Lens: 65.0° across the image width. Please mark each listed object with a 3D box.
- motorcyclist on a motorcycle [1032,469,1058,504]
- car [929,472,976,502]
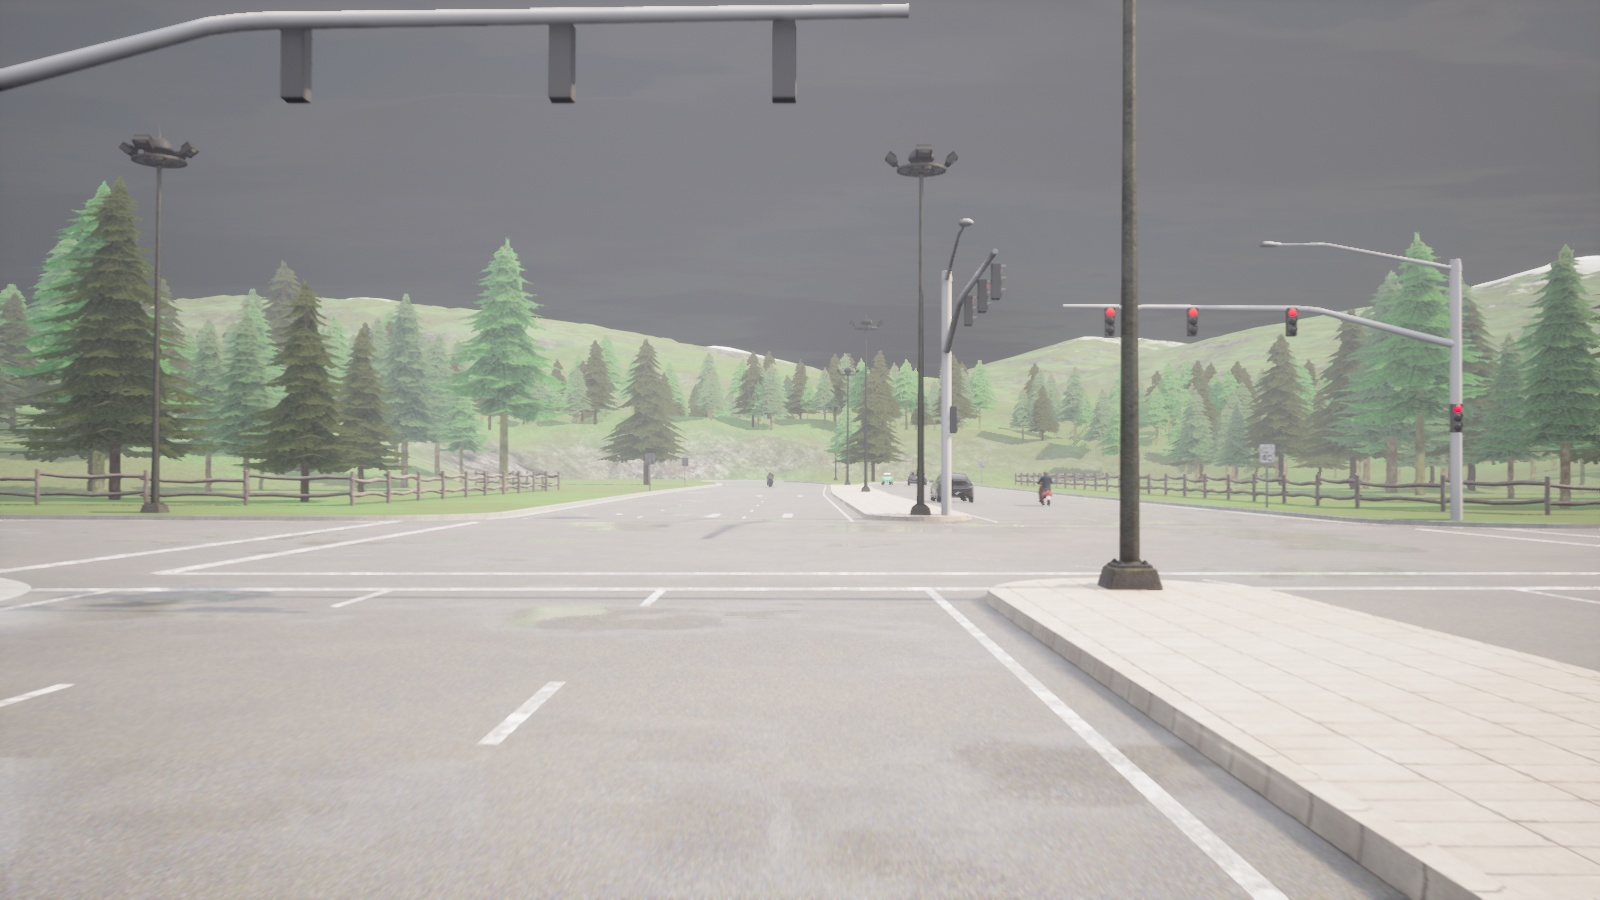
[{"bbox_3d":[11.358,1.696,58.269,0.866,1.590,1.817,0,-1,0],"label":"motorcyclist on a motorcycle"},{"bbox_3d":[7.842,1.876,65.110,1.837,1.490,4.892,0,-1,0],"label":"car"}]
